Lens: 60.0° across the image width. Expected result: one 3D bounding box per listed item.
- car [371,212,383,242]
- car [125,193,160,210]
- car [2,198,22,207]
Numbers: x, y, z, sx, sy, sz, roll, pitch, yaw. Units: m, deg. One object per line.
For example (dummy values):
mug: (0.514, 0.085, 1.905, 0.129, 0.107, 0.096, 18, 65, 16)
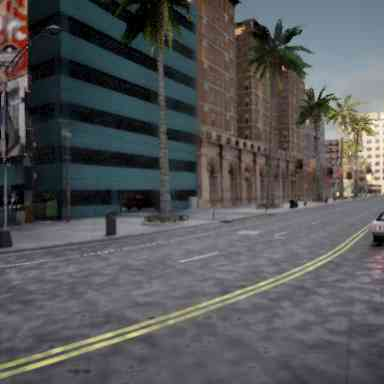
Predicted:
car: (9.489, 1.502, 15.141, 1.895, 1.301, 4.718, -1, 0, 35)
car: (-6.076, 1.131, 42.721, 2.435, 2.045, 5.566, -1, 0, 34)
car: (-31.205, 1.823, 59.285, 2.161, 1.482, 4.786, -1, 0, 34)
